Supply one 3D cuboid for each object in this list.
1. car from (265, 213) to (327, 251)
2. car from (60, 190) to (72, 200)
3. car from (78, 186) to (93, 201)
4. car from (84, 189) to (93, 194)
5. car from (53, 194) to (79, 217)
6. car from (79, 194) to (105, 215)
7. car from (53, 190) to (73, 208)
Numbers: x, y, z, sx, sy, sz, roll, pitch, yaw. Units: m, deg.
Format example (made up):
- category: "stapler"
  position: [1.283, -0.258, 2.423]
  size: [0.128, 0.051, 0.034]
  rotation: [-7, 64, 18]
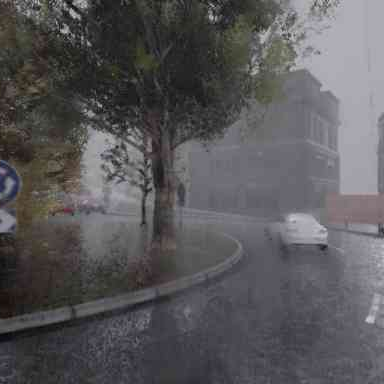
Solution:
- category: "car"
  position: [4.545, 1.659, 14.834]
  size: [1.812, 1.442, 4.674]
  rotation: [1, 0, 3]
- category: "car"
  position: [-21.146, 0.484, 56.078]
  size: [1.812, 1.442, 4.674]
  rotation: [0, 4, -20]
- category: "car"
  position: [-18.170, 0.223, 56.654]
  size: [2.150, 2.045, 5.566]
  rotation: [0, 4, -20]
- category: "car"
  position: [-14.950, 0.992, 47.020]
  size: [2.097, 1.767, 4.553]
  rotation: [0, 3, -17]
- category: "car"
  position: [-13.669, 1.410, 34.796]
  size: [2.150, 2.045, 5.566]
  rotation: [0, 1, -28]
- category: "car"
  position: [-11.378, 1.514, 37.598]
  size: [2.097, 1.767, 4.553]
  rotation: [0, 2, -30]
- category: "car"
  position: [-17.826, 0.842, 46.180]
  size: [2.150, 2.045, 5.566]
  rotation: [0, 4, -17]
